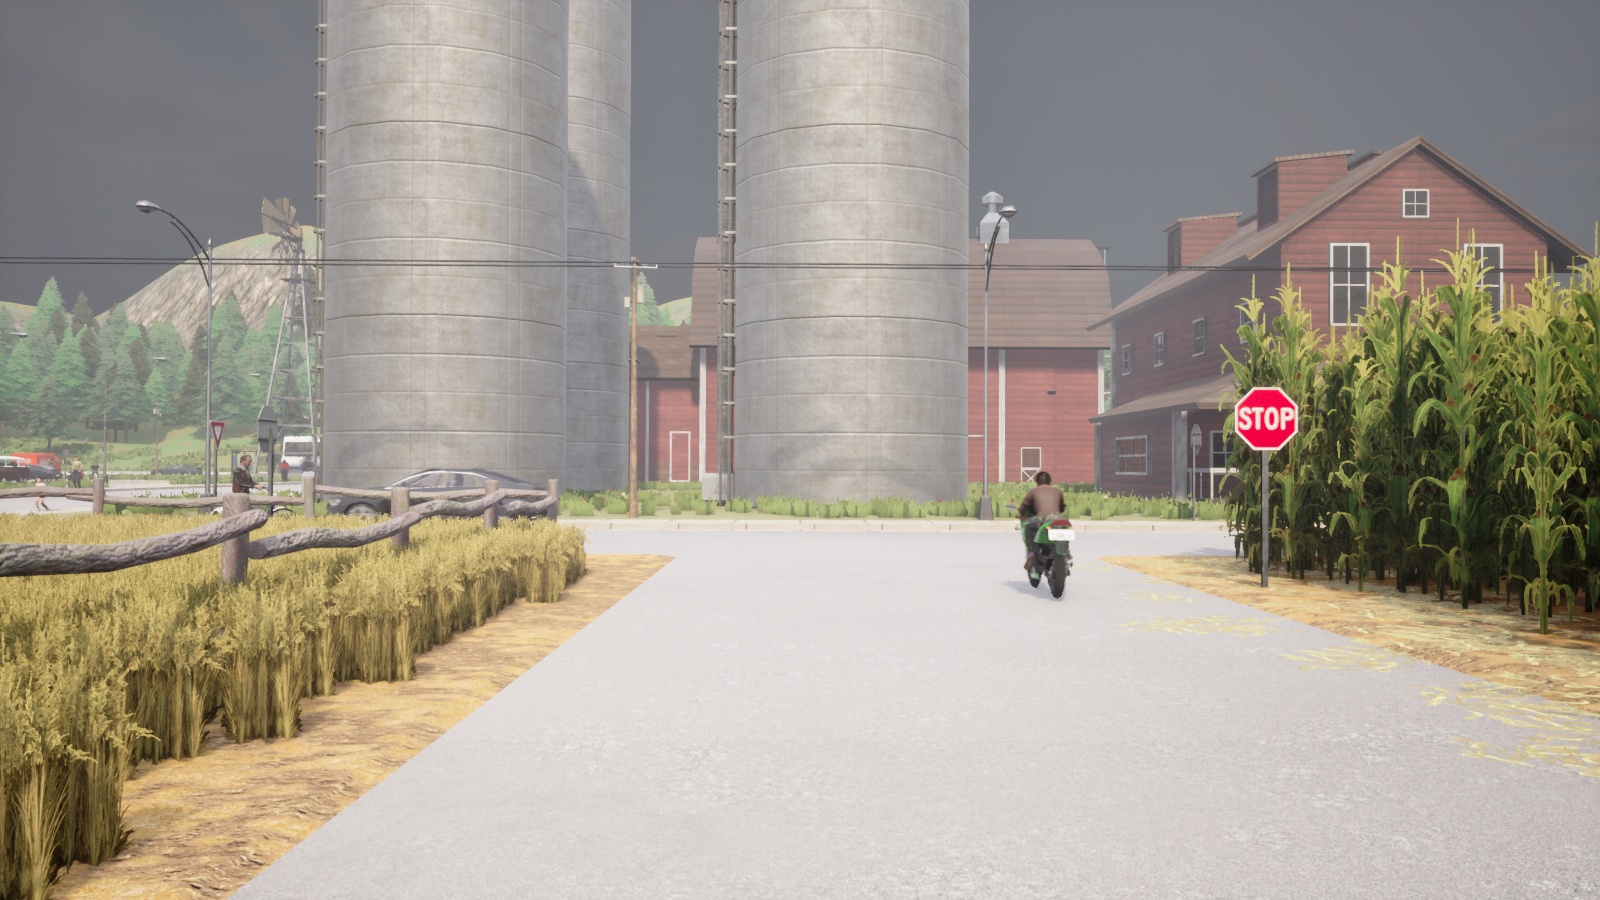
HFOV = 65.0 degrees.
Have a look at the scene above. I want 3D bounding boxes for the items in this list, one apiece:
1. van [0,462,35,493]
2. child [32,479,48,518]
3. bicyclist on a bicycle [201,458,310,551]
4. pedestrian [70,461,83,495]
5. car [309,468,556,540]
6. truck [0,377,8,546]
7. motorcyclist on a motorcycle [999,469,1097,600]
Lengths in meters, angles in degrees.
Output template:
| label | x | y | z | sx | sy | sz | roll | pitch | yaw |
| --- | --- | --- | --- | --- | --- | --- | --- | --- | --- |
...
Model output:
| label | x | y | z | sx | sy | sz | roll | pitch | yaw |
| --- | --- | --- | --- | --- | --- | --- | --- | --- | --- |
| van | -52.719 | 1.810 | 82.651 | 2.069 | 2.038 | 4.480 | 0 | -1 | -1 |
| child | -22.284 | 1.421 | 36.821 | 0.255 | 1.110 | 0.394 | 0 | -1 | -6 |
| bicyclist on a bicycle | -10.658 | 1.056 | 24.603 | 1.843 | 1.776 | 0.659 | 0 | -1 | 0 |
| pedestrian | -38.921 | 1.496 | 67.547 | 0.345 | 1.836 | 0.594 | 0 | -1 | -3 |
| car | -8.113 | 1.175 | 28.105 | 4.902 | 1.511 | 2.128 | 0 | -1 | 0 |
| truck | -20.380 | 0.241 | 24.555 | 7.936 | 3.462 | 2.891 | 0 | -1 | 0 |
| motorcyclist on a motorcycle | 3.059 | 1.000 | 15.693 | 0.797 | 1.523 | 2.044 | 0 | -1 | 0 |
